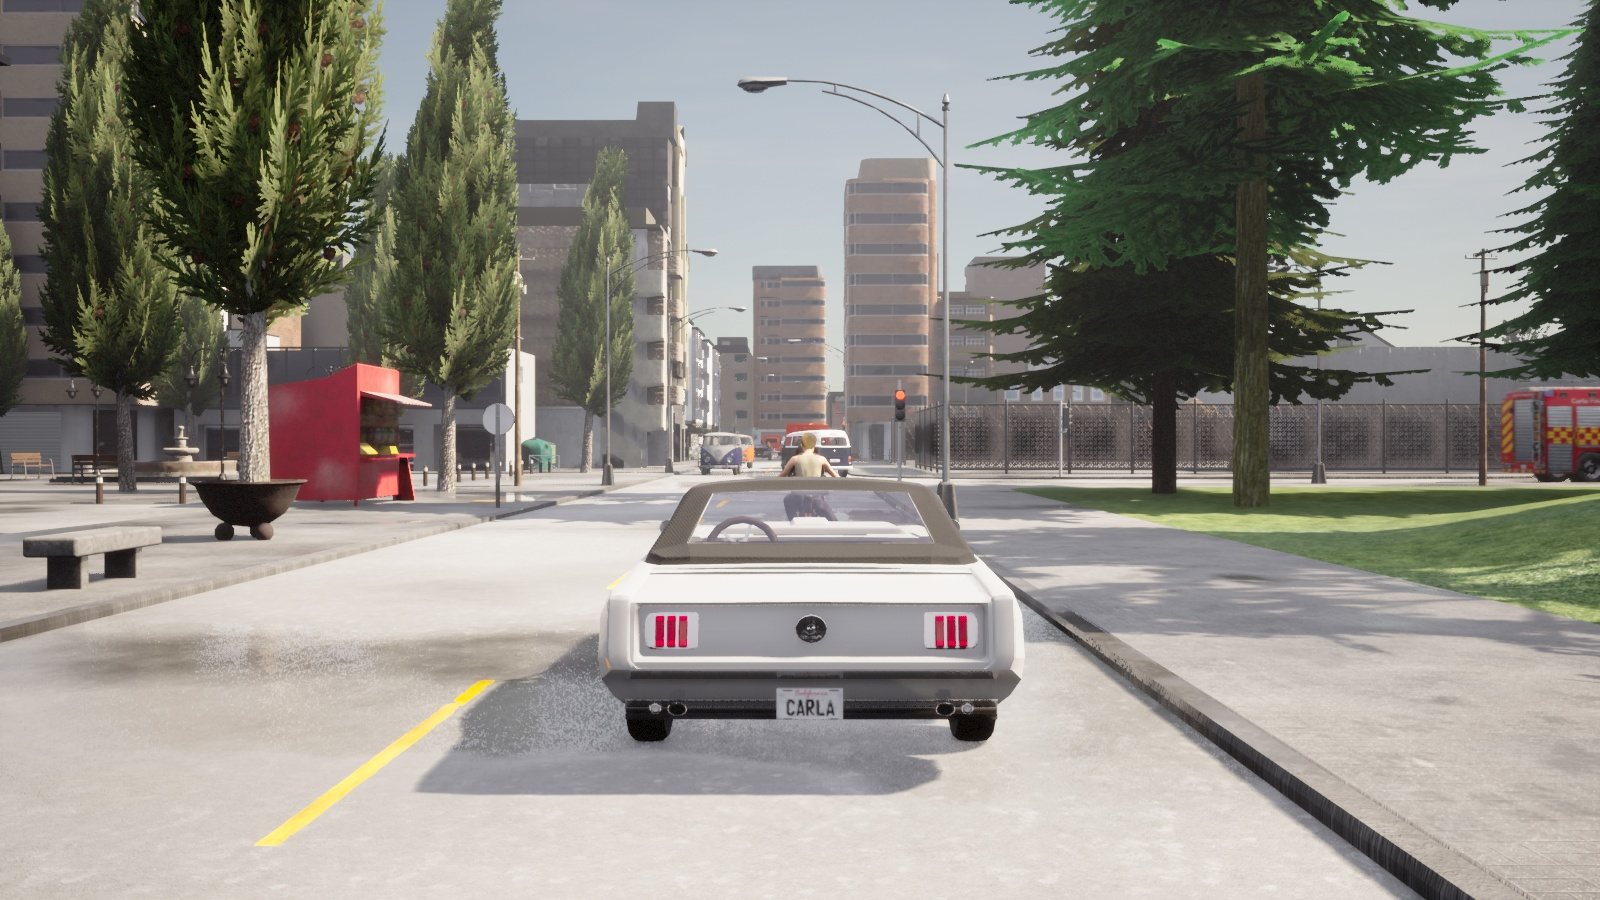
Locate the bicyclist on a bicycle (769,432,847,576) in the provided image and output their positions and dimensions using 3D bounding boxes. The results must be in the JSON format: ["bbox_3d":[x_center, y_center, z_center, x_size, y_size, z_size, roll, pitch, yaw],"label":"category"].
[{"bbox_3d":[0.096,0.600,14.757,0.866,1.612,1.509,0,0,1],"label":"bicyclist on a bicycle"}]

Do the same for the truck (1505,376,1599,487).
[{"bbox_3d":[30.400,-0.648,45.115,8.468,3.827,2.891,0,0,0],"label":"truck"}]

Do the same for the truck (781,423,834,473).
[{"bbox_3d":[0.331,-0.102,64.214,2.627,2.467,5.204,0,0,-1],"label":"truck"}]

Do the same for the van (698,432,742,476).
[{"bbox_3d":[-3.702,0.163,59.031,1.775,1.987,4.442,0,0,0],"label":"van"}]

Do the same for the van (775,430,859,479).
[{"bbox_3d":[0.672,0.166,53.992,2.069,2.038,4.480,0,0,-21],"label":"van"}]

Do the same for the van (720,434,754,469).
[{"bbox_3d":[-3.642,0.085,73.101,1.775,1.987,4.442,0,0,0],"label":"van"}]

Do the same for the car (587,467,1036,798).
[{"bbox_3d":[0.060,0.804,7.653,1.895,1.301,4.718,0,0,0],"label":"car"}]
